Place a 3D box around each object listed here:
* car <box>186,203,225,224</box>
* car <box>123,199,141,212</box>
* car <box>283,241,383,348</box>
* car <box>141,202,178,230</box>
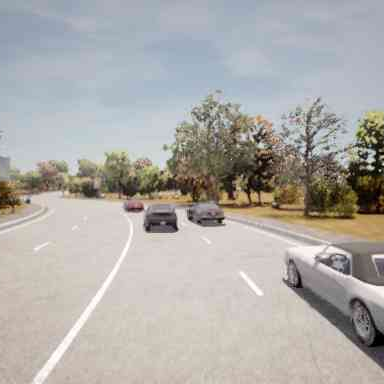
[{"bbox_3d":[0.874,1.492,24.324,2.033,1.411,5.357,0,0,-12],"label":"car"},{"bbox_3d":[-6.828,1.495,38.575,1.994,1.385,4.181,0,0,-19],"label":"car"},{"bbox_3d":[3.297,1.576,6.228,1.895,1.301,4.718,0,0,-3],"label":"car"},{"bbox_3d":[-2.021,1.464,20.724,1.837,1.490,4.892,0,0,-10],"label":"car"}]
